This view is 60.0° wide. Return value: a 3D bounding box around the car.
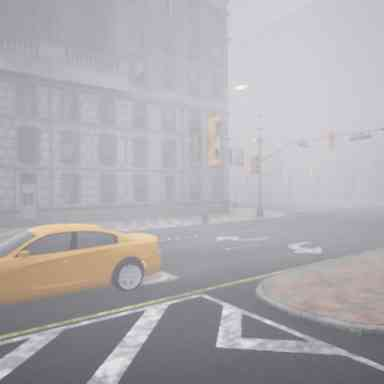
[{"bbox_3d":[-3.085,1.465,7.300,5.008,1.535,1.882,-1,0,-36],"label":"car"}]
